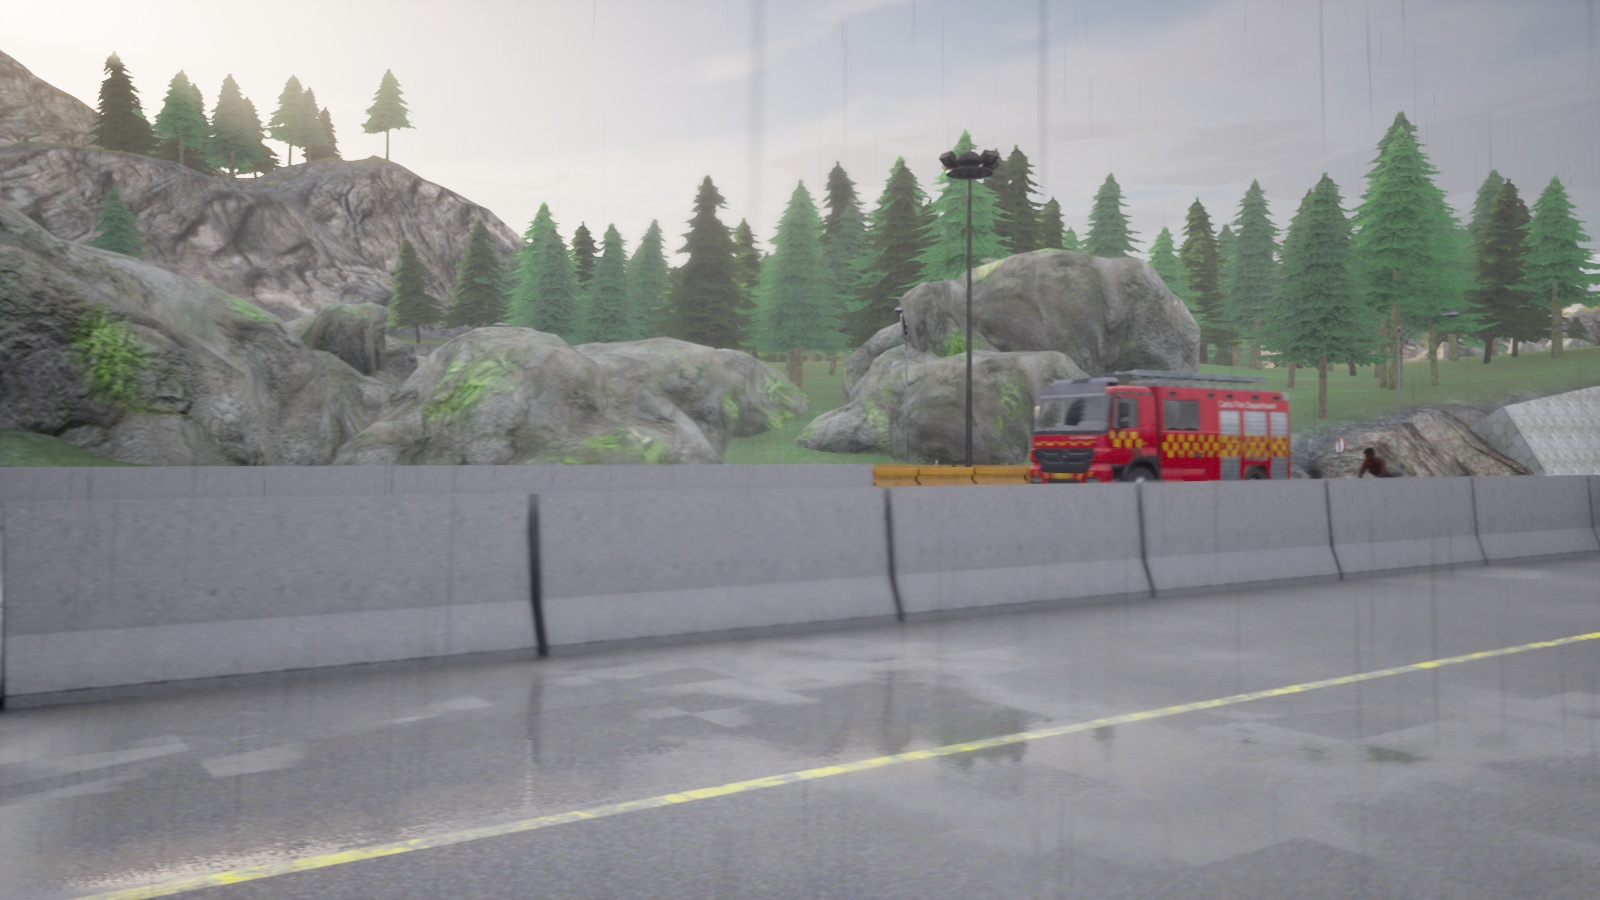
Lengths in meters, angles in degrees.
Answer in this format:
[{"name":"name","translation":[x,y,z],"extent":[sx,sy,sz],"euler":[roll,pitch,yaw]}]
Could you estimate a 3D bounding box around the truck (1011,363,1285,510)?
[{"name":"truck","translation":[10.219,-0.352,36.362],"extent":[8.468,3.827,2.891],"euler":[0,0,-35]}]
